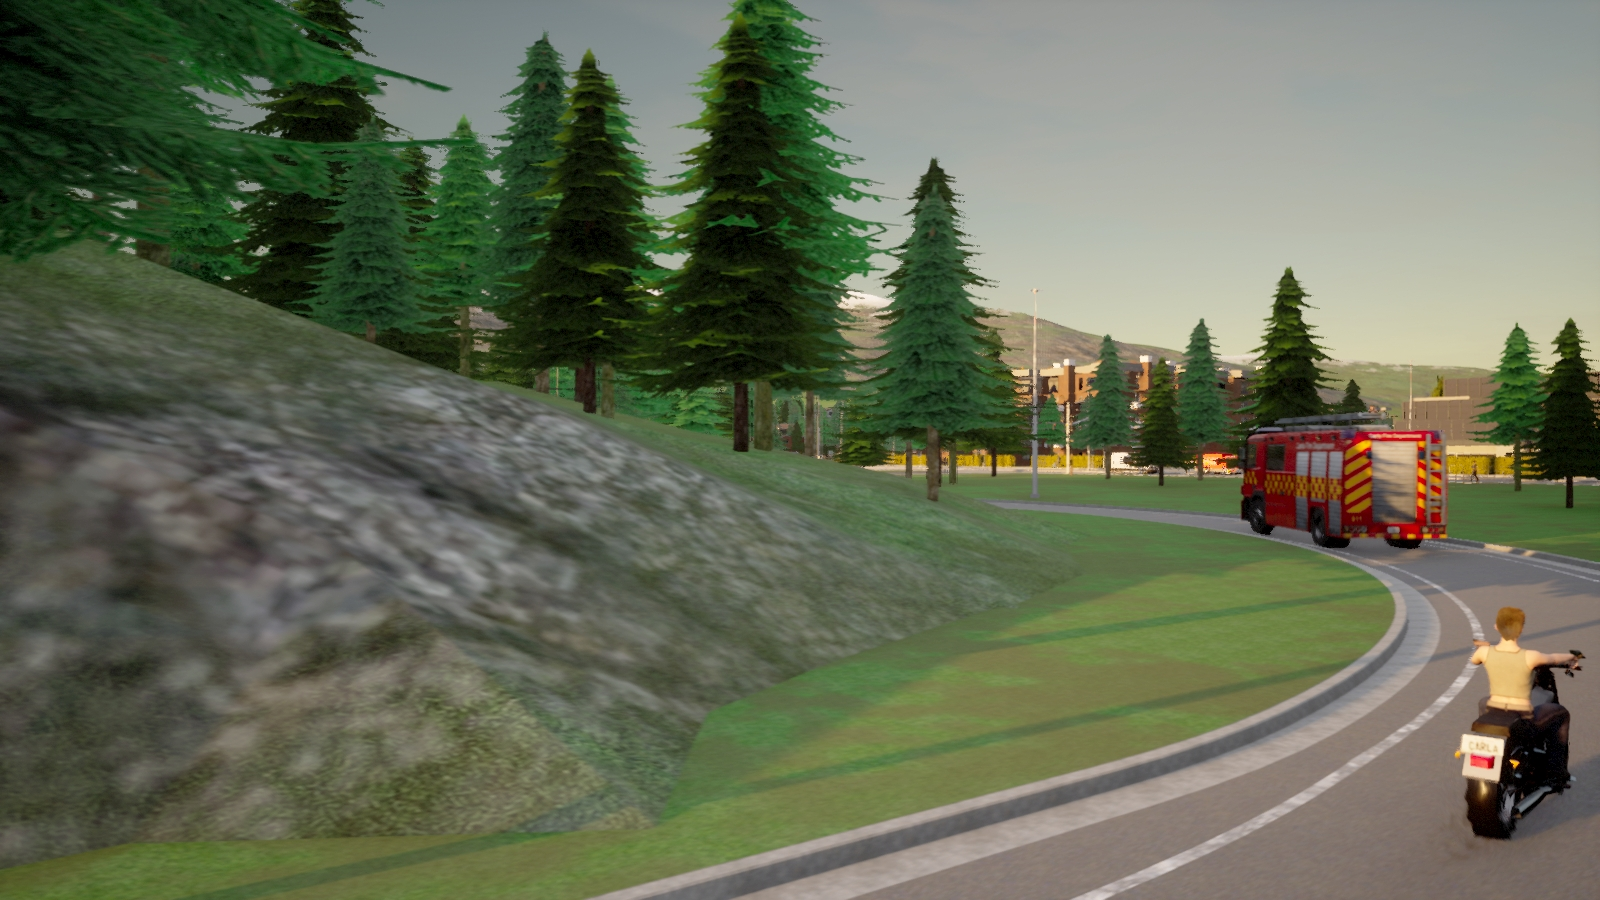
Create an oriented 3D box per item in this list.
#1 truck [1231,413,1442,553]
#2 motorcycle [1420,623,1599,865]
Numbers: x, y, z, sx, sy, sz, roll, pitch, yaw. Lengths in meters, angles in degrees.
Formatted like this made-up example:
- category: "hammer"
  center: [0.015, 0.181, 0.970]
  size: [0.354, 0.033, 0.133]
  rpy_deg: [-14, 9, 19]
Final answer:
- category: "truck"
  center: [16.224, 0.896, 35.397]
  size: [2.891, 3.827, 8.468]
  rpy_deg: [0, 0, 3]
- category: "motorcycle"
  center: [5.590, 2.156, 8.837]
  size: [0.764, 1.307, 2.356]
  rpy_deg: [-1, -1, 45]
